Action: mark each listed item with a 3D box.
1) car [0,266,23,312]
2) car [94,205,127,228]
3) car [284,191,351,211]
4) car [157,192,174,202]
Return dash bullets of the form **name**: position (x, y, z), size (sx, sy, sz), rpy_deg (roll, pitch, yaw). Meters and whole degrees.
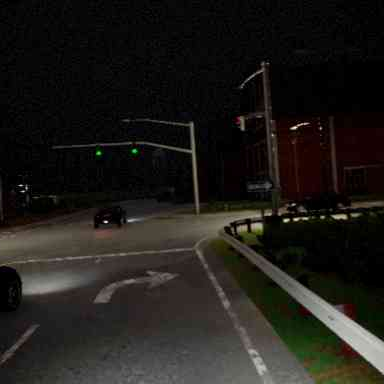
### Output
- **car**: position (-4.461, 1.802, 5.264), size (1.812, 1.442, 4.674), rpy_deg (-4, 1, -5)
- **car**: position (-6.026, 1.749, 24.822), size (1.837, 1.490, 4.892), rpy_deg (-4, 1, -5)
- **car**: position (8.990, 0.717, 23.913), size (4.674, 1.442, 1.812), rpy_deg (-4, 0, -4)
- **car**: position (-5.548, 1.000, 69.104), size (3.866, 1.878, 1.905), rpy_deg (-6, 5, 43)
